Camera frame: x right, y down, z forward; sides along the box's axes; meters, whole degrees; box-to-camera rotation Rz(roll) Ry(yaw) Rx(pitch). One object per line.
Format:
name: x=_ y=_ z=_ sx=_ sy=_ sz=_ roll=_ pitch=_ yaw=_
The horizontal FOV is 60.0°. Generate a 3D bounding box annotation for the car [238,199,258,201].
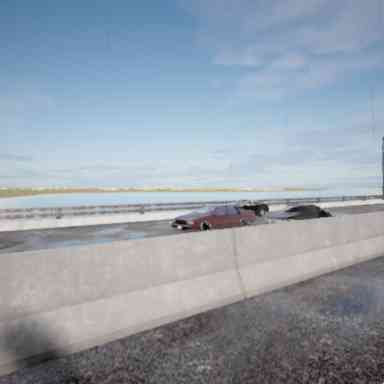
car: x=3.929 y=1.311 z=25.598 sx=4.902 sy=1.511 sz=2.128 roll=-1 pitch=0 yaw=-39

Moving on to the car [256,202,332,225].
car: x=5.854 y=1.373 z=18.146 sx=4.674 sy=1.442 sz=1.812 roll=-1 pitch=0 yaw=-39

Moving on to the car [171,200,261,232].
car: x=1.415 y=1.426 z=19.051 sx=5.357 sy=1.411 sz=2.033 roll=-1 pitch=0 yaw=-39
